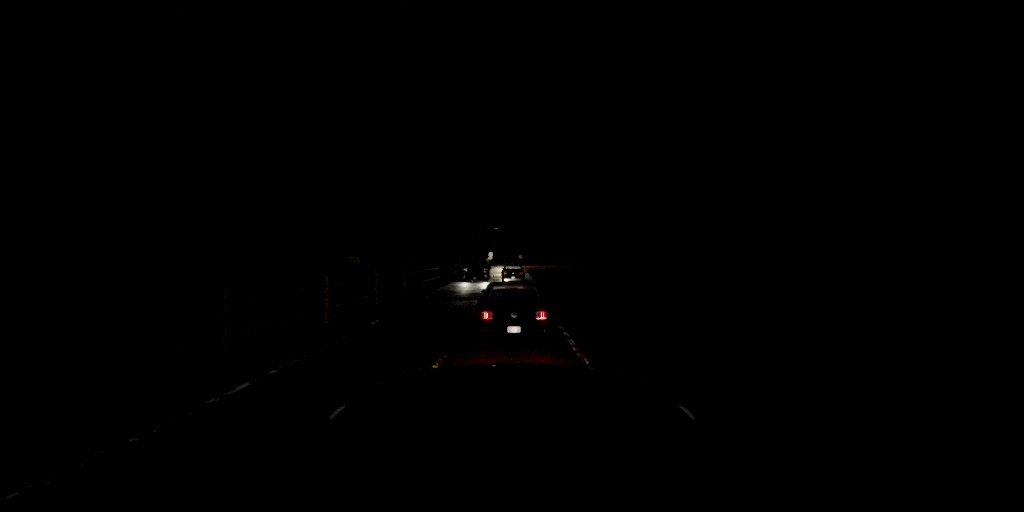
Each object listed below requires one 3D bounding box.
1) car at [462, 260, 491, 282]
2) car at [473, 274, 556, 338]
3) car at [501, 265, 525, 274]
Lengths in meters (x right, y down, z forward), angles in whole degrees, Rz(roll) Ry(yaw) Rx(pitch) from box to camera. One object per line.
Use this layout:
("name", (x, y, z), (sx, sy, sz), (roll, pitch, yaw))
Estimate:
("car", (-2.850, 1.126, 29.597), (2.097, 1.767, 4.553), (0, 0, 0))
("car", (0.061, 1.355, 10.220), (1.895, 1.301, 4.718), (0, 0, 0))
("car", (0.084, 1.376, 29.955), (1.895, 1.301, 4.718), (0, 0, 0))
